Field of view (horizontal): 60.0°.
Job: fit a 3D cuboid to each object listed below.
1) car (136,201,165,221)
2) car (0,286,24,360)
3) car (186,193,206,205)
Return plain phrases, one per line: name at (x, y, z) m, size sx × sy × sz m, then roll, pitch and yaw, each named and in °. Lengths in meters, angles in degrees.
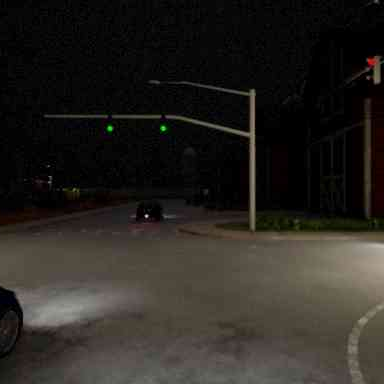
car at (-3.399, 1.542, 27.345) m, size 1.837 × 1.490 × 4.892 m, roll 0°, pitch 0°, yaw 0°
car at (-3.401, 1.532, 2.992) m, size 1.812 × 1.442 × 4.674 m, roll 0°, pitch 0°, yaw 0°
car at (0.667, 1.245, 59.419) m, size 1.905 × 1.878 × 3.866 m, roll -8°, pitch 3°, yaw -42°
